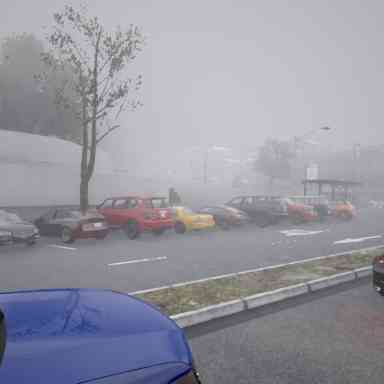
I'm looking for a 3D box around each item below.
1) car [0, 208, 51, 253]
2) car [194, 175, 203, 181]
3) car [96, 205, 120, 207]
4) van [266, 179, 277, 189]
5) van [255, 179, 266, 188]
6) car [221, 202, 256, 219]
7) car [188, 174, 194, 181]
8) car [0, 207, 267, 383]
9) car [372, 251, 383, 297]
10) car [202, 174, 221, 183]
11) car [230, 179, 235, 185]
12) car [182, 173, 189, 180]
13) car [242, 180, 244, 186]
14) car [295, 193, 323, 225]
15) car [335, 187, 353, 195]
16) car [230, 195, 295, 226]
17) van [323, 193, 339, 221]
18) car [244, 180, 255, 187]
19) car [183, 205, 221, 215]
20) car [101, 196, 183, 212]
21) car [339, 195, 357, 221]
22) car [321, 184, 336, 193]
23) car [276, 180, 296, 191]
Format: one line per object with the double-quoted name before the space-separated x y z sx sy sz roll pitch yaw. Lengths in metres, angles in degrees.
"car" -8.468 1.493 14.171 4.892 1.521 2.231 -1 -1 35
"car" 3.755 -3.698 88.444 2.435 2.045 5.566 7 3 34
"car" -6.045 1.524 15.913 4.792 1.488 2.163 -1 -1 35
"van" 17.549 -1.490 68.662 1.878 1.987 4.442 7 4 35
"van" 15.825 -1.763 71.137 1.878 1.987 4.442 7 4 35
"car" 1.336 1.549 21.098 4.674 1.452 2.002 -1 -1 35
"car" 1.965 -3.850 90.914 2.185 1.767 4.553 6 3 34
"car" -2.431 1.221 1.402 5.566 2.045 2.150 0 0 -35
"car" 5.821 1.515 7.256 4.892 1.490 1.837 0 0 -35
"car" 5.601 -3.176 86.181 1.946 1.575 5.366 7 3 34
"car" 10.692 -2.317 78.661 2.002 1.452 4.674 7 3 35
"car" 0.240 -4.085 93.387 2.185 1.767 4.553 4 1 34
"car" 12.429 -2.043 76.195 2.002 1.452 4.674 7 4 35
"car" 6.284 1.267 24.551 5.566 2.045 2.435 -1 -1 35
"car" 26.186 0.137 56.425 2.002 1.452 4.674 7 3 35
"car" 3.767 1.263 22.851 5.566 2.045 2.435 -1 -1 35
"van" 8.826 1.297 26.216 4.442 1.987 1.878 -1 -1 35
"car" 14.256 -1.811 73.871 1.946 1.575 5.366 7 3 35
"car" -1.273 1.503 19.476 5.366 1.575 1.946 -1 -1 35
"car" -3.597 1.248 17.653 5.566 2.045 2.435 -1 -1 35
"car" 11.239 1.404 27.961 4.553 1.767 2.185 -1 -1 35
"car" 24.500 -0.425 58.900 2.435 2.045 5.566 7 3 35
"car" 19.304 -0.992 66.296 2.231 1.521 4.892 7 3 35
